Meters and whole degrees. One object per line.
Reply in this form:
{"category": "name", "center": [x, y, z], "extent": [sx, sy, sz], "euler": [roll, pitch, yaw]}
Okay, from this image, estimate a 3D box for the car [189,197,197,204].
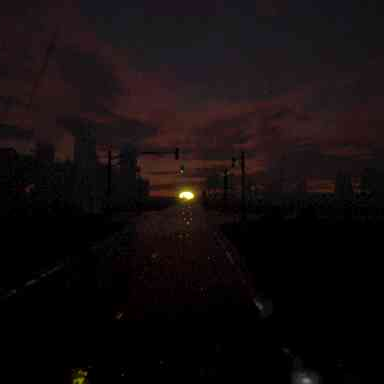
{"category": "car", "center": [0.231, 2.321, 88.065], "extent": [2.033, 1.411, 5.357], "euler": [0, -1, 0]}
